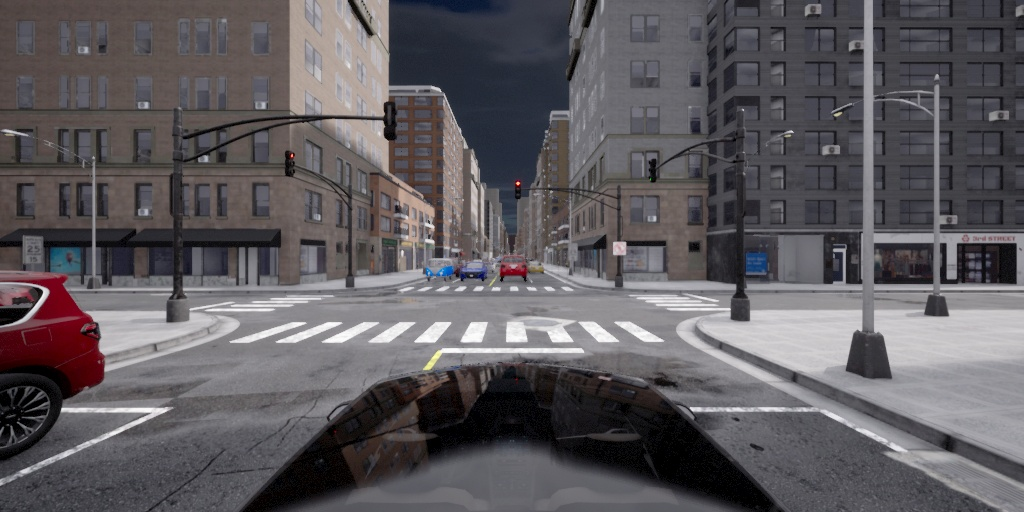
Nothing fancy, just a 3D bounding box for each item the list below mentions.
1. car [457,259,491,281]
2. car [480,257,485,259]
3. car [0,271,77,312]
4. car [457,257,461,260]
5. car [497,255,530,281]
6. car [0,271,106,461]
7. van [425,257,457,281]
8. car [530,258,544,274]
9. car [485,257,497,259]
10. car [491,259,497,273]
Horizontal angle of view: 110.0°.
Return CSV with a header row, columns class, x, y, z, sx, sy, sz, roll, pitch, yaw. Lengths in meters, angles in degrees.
class,x,y,z,sx,sy,sz,roll,pitch,yaw
car,-3.081,1.224,29.707,1.882,1.535,5.008,0,0,0
car,-5.820,1.266,56.941,1.751,1.417,4.829,0,0,0
car,-20.183,1.325,13.891,4.181,1.385,1.994,0,0,0
car,-5.836,1.060,34.727,2.192,1.841,5.009,0,0,0
car,0.120,0.968,30.318,2.150,2.045,5.566,0,0,0
car,-5.857,1.065,2.183,2.192,1.841,5.009,0,0,0
van,-5.839,1.087,29.131,1.690,1.789,3.998,0,0,0
car,2.694,1.270,40.511,1.751,1.417,4.829,0,0,0
car,-2.982,1.232,61.435,2.128,1.511,4.902,0,0,0
car,-3.069,1.345,43.276,1.895,1.301,4.718,0,0,0
